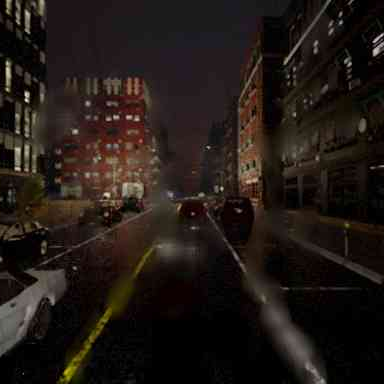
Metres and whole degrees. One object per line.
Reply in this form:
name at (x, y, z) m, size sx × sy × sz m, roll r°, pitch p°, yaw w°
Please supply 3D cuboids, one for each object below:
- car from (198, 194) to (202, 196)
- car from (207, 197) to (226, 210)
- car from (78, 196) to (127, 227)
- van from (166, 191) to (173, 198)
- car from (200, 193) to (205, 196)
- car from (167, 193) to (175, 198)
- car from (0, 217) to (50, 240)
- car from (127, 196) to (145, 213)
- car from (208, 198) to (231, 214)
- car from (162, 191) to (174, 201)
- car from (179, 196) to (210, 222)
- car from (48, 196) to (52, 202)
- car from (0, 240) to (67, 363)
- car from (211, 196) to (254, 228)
car at (0.030, 1.290, 40.916) m, size 1.895 × 1.301 × 4.718 m, roll 0°, pitch 0°, yaw 0°
car at (2.772, 1.294, 38.005) m, size 1.802 × 1.307 × 4.206 m, roll 1°, pitch 0°, yaw 0°
car at (-5.714, 1.281, 21.058) m, size 1.967 × 1.590 × 4.097 m, roll 1°, pitch 0°, yaw 0°
van at (-5.826, 0.681, 87.279) m, size 1.690 × 1.788 × 3.998 m, roll 1°, pitch 0°, yaw 0°
car at (2.551, 0.863, 87.426) m, size 1.752 × 1.417 × 4.829 m, roll 1°, pitch 0°, yaw 0°
car at (-5.839, 0.880, 92.933) m, size 1.802 × 1.307 × 4.206 m, roll 1°, pitch 0°, yaw 0°
car at (-5.696, 1.477, 9.746) m, size 2.008 × 1.369 × 4.403 m, roll 1°, pitch 0°, yaw 0°
car at (-5.733, 1.196, 32.370) m, size 1.967 × 1.590 × 4.097 m, roll 1°, pitch 0°, yaw 0°
car at (2.612, 1.337, 32.348) m, size 1.802 × 1.307 × 4.206 m, roll 1°, pitch 0°, yaw 0°
car at (-3.077, 0.910, 44.738) m, size 1.895 × 1.301 × 4.718 m, roll 0°, pitch 0°, yaw 0°
car at (0.058, 1.292, 24.579) m, size 1.882 × 1.535 × 5.008 m, roll 0°, pitch 0°, yaw 0°
car at (-30.165, 1.295, 66.379) m, size 4.206 × 1.307 × 1.802 m, roll 0°, pitch 0°, yaw 0°
car at (-3.107, 1.573, 3.586) m, size 1.895 × 1.301 × 4.718 m, roll 0°, pitch 0°, yaw 0°
car at (2.635, 1.156, 21.033) m, size 2.192 × 1.841 × 5.009 m, roll 1°, pitch 0°, yaw 0°
